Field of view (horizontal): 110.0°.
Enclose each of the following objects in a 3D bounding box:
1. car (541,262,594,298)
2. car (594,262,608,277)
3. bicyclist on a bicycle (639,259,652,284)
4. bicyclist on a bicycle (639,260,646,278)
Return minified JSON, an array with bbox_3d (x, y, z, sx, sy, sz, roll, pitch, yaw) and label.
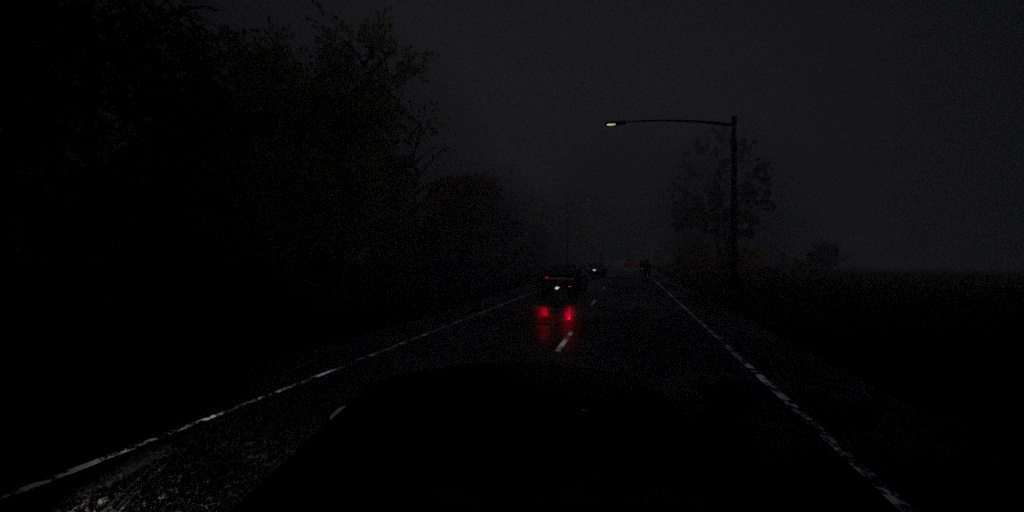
[{"bbox_3d":[2.817,1.244,18.658,2.128,1.511,4.902,0,0,18],"label":"car"},{"bbox_3d":[8.575,1.321,36.461,1.994,1.385,4.181,0,0,18],"label":"car"},{"bbox_3d":[9.684,1.126,25.698,0.659,1.776,1.843,0,0,18],"label":"bicyclist on a bicycle"},{"bbox_3d":[12.392,1.210,34.070,0.582,1.620,1.656,0,0,18],"label":"bicyclist on a bicycle"}]
